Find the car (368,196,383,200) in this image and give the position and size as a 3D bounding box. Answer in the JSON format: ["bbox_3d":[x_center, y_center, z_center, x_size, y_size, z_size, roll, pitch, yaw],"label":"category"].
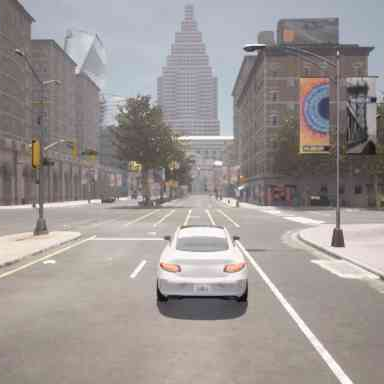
[{"bbox_3d":[35.820,1.480,67.513,2.231,1.521,4.892,0,0,1],"label":"car"}]

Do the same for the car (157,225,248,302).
[{"bbox_3d":[0.240,1.526,8.163,1.812,1.442,4.674,0,0,1],"label":"car"}]

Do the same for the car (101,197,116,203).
[{"bbox_3d":[-16.892,1.594,67.190,1.895,1.301,4.718,0,0,1],"label":"car"}]
